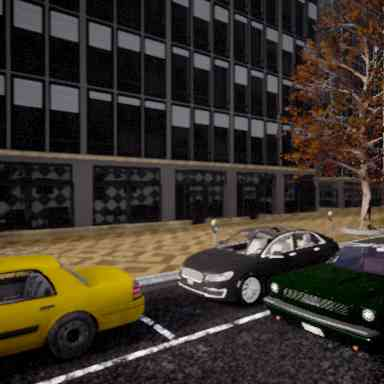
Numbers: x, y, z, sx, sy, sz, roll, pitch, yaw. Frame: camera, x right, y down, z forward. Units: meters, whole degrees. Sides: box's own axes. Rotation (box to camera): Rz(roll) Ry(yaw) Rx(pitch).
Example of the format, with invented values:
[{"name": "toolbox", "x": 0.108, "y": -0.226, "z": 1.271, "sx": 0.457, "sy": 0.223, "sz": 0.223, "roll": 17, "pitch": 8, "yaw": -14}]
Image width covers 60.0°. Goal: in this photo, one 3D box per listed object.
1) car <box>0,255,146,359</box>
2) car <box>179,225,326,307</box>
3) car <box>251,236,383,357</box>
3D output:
[{"name": "car", "x": -3.019, "y": 1.526, "z": 4.403, "sx": 4.829, "sy": 1.417, "sz": 1.752, "roll": 0, "pitch": 0, "yaw": -36}, {"name": "car", "x": 1.750, "y": 1.509, "z": 7.814, "sx": 4.403, "sy": 1.369, "sz": 2.008, "roll": 0, "pitch": 1, "yaw": -36}, {"name": "car", "x": 3.448, "y": 1.557, "z": 5.849, "sx": 4.718, "sy": 1.301, "sz": 1.895, "roll": -1, "pitch": 0, "yaw": -36}]
